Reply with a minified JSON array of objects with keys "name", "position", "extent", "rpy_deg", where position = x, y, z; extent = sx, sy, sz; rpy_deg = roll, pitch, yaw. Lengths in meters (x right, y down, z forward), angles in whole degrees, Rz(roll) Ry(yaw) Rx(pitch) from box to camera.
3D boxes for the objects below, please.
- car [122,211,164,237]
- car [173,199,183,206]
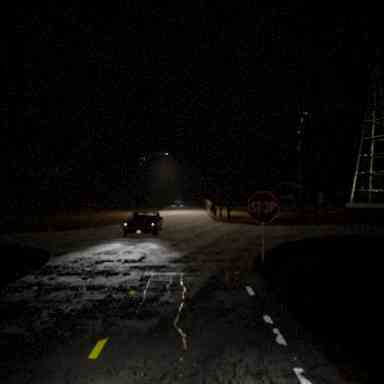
[{"name":"car","position":[-2.768,1.782,19.521],"extent":[1.895,1.301,4.718],"rpy_deg":[0,0,0]},{"name":"car","position":[-2.821,2.151,69.332],"extent":[1.812,1.442,4.674],"rpy_deg":[0,-1,0]}]
